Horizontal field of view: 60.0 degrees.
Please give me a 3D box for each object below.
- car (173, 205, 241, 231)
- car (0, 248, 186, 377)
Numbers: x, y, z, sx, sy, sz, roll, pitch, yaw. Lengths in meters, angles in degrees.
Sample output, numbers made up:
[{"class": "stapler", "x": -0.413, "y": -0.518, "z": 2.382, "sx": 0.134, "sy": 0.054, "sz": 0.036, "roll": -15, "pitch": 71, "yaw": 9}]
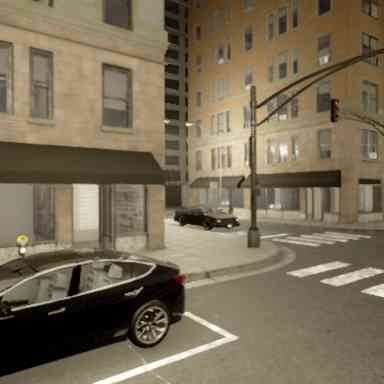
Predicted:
[{"class": "car", "x": 0.758, "y": 1.555, "z": 21.202, "sx": 2.033, "sy": 1.411, "sz": 5.357, "roll": 0, "pitch": 0, "yaw": -32}, {"class": "car", "x": -2.082, "y": 1.562, "z": 4.704, "sx": 4.313, "sy": 1.339, "sz": 1.947, "roll": 0, "pitch": 0, "yaw": -36}]
